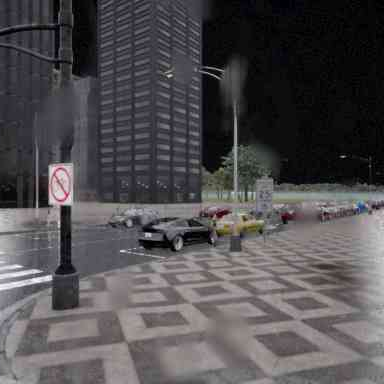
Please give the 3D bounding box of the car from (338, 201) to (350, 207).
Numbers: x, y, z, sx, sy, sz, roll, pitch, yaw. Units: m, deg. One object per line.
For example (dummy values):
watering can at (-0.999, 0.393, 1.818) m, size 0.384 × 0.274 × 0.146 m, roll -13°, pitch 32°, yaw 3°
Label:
car at (38.446, 3.036, 84.118) m, size 2.008 × 1.369 × 4.403 m, roll -1°, pitch -1°, yaw 36°

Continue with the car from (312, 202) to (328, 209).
car at (25.332, 2.671, 65.744) m, size 1.887 × 1.381 × 4.507 m, roll -1°, pitch -2°, yaw 36°

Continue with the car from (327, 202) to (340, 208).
car at (31.889, 2.889, 74.931) m, size 1.802 × 1.307 × 4.206 m, roll -1°, pitch -2°, yaw 36°

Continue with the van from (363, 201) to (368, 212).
van at (25.710, 2.288, 51.605) m, size 1.690 × 1.788 × 3.998 m, roll -1°, pitch -2°, yaw 36°

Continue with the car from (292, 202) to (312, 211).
car at (18.775, 2.493, 56.557) m, size 2.008 × 1.369 × 4.403 m, roll -1°, pitch -2°, yaw 36°

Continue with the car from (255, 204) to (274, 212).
car at (8.939, 2.208, 42.776) m, size 2.008 × 1.369 × 4.403 m, roll -1°, pitch -2°, yaw 36°

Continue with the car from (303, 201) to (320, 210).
car at (22.053, 2.475, 61.153) m, size 1.967 × 1.590 × 4.097 m, roll -1°, pitch -2°, yaw 36°

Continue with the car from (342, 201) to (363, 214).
car at (22.431, 2.294, 47.009) m, size 1.967 × 1.590 × 4.097 m, roll -1°, pitch -2°, yaw 36°

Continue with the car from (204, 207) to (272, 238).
car at (2.859, 1.823, 19.582) m, size 1.752 × 1.417 × 4.829 m, roll -1°, pitch -2°, yaw 36°

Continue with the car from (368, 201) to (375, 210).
car at (28.990, 2.591, 56.194) m, size 2.008 × 1.369 × 4.403 m, roll -1°, pitch -2°, yaw 36°

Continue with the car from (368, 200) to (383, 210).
car at (35.547, 2.538, 65.388) m, size 2.192 × 1.841 × 5.009 m, roll -1°, pitch -2°, yaw 36°

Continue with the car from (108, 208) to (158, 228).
car at (-4.173, 1.840, 24.402) m, size 2.008 × 1.369 × 4.403 m, roll -1°, pitch -1°, yaw 36°

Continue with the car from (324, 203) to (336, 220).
car at (12.596, 2.113, 33.225) m, size 1.887 × 1.381 × 4.507 m, roll -1°, pitch -2°, yaw 36°

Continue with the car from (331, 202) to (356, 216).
car at (19.153, 2.303, 42.413) m, size 1.887 × 1.381 × 4.507 m, roll -1°, pitch -2°, yaw 36°

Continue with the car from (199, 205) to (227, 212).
car at (2.383, 2.015, 33.590) m, size 1.887 × 1.381 × 4.507 m, roll -1°, pitch -2°, yaw 36°

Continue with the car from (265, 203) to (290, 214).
car at (12.217, 2.304, 47.369) m, size 2.008 × 1.369 × 4.403 m, roll -1°, pitch -2°, yaw 36°

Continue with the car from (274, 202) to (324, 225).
car at (9.317, 1.791, 28.637) m, size 2.192 × 1.841 × 5.009 m, roll -1°, pitch -2°, yaw 36°

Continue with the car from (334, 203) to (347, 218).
car at (15.879, 2.245, 37.823) m, size 1.802 × 1.307 × 4.206 m, roll -1°, pitch -2°, yaw 36°

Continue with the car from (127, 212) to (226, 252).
car at (-0.517, 1.774, 14.850) m, size 1.947 × 1.339 × 4.313 m, roll -1°, pitch -2°, yaw 36°
